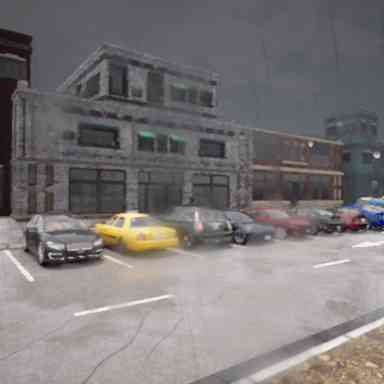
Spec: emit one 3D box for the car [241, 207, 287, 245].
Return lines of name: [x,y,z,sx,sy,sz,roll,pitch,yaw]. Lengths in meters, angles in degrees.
car: [1.984,1.618,16.630,2.163,1.488,4.792,1,0,-35]

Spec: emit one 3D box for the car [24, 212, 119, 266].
car: [-4.730,1.505,11.902,2.231,1.521,4.892,1,0,-35]

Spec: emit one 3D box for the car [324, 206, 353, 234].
car: [6.501,1.651,19.869,2.231,1.521,4.892,1,0,-35]

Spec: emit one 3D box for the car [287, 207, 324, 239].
car: [4.229,1.618,18.268,2.097,1.535,5.008,1,0,-35]

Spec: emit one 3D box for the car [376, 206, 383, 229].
car: [11.133,1.716,23.161,2.097,1.535,5.008,1,0,-35]

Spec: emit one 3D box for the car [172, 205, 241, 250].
car: [-0.275,1.434,15.027,2.185,1.767,4.553,1,0,-36]

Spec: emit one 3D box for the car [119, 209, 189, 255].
car: [-2.568,1.529,13.658,1.946,1.575,5.366,1,0,-35]

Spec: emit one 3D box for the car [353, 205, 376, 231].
car: [8.745,1.711,21.507,2.163,1.488,4.792,1,0,-35]
